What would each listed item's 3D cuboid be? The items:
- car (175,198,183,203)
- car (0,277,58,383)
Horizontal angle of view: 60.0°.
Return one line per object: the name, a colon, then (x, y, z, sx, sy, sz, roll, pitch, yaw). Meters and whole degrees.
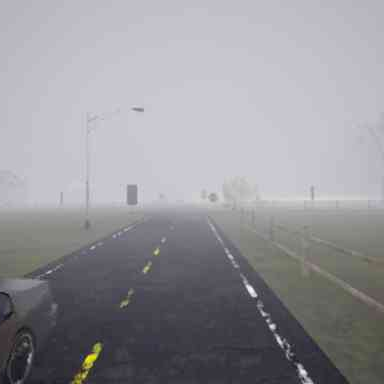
car: (-3.098, 2.059, 80.460, 1.994, 1.385, 4.181, 0, 0, -2)
car: (-2.851, 1.561, 2.507, 2.033, 1.411, 5.357, 0, 0, 0)
